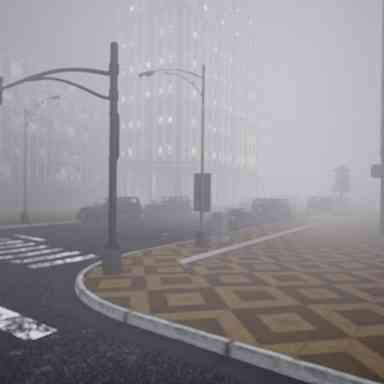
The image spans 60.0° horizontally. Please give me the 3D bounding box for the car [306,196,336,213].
[{"bbox_3d":[15.061,1.413,39.380,2.192,1.841,5.009,1,1,35],"label":"car"}]

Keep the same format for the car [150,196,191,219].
[{"bbox_3d":[-2.067,1.258,29.134,2.192,1.841,5.009,1,1,35],"label":"car"}]

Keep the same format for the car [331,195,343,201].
[{"bbox_3d":[35.941,1.545,82.620,1.752,1.417,4.829,1,1,35],"label":"car"}]

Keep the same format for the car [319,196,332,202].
[{"bbox_3d":[29.629,1.592,73.703,1.802,1.307,4.206,1,1,35],"label":"car"}]

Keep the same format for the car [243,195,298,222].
[{"bbox_3d":[6.487,1.395,27.132,2.192,1.841,5.009,1,1,35],"label":"car"}]

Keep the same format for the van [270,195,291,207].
[{"bbox_3d":[13.609,1.320,51.060,1.690,1.788,3.998,1,1,35],"label":"van"}]

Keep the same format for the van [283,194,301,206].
[{"bbox_3d":[16.813,1.327,55.588,1.690,1.788,3.998,1,1,35],"label":"van"}]

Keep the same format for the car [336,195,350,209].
[{"bbox_3d":[20.041,1.422,46.508,2.192,1.841,5.009,1,1,35],"label":"car"}]

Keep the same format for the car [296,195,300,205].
[{"bbox_3d":[10.043,1.401,36.821,2.097,1.767,4.553,1,1,35],"label":"car"}]

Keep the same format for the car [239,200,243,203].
[{"bbox_3d":[7.440,1.406,42.458,1.967,1.590,4.097,1,1,35],"label":"car"}]

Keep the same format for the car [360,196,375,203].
[{"bbox_3d":[39.267,1.583,73.678,1.967,1.590,4.097,1,1,35],"label":"car"}]

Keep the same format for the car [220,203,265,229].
[{"bbox_3d":[2.995,1.654,22.206,1.802,1.307,4.206,1,1,35],"label":"car"}]

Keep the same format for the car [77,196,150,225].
[{"bbox_3d":[-5.725,1.250,23.966,2.192,1.841,5.009,1,1,35],"label":"car"}]
